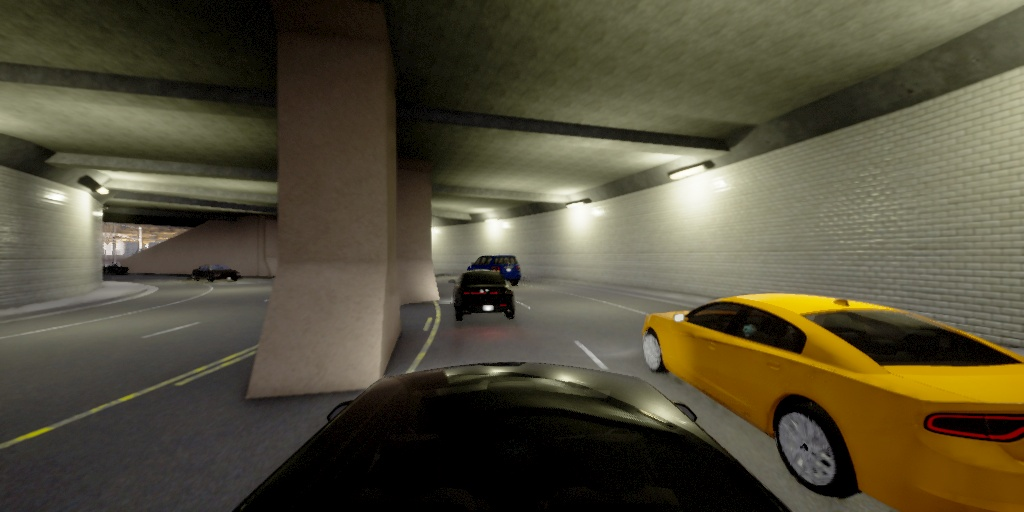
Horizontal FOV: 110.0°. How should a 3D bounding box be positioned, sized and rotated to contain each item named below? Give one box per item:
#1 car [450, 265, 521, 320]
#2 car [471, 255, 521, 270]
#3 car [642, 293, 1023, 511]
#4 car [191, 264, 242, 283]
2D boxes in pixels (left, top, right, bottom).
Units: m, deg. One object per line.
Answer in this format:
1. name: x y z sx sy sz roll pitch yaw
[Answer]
1. car: -1.126 1.244 12.678 1.837 1.490 4.892 0 0 -11
2. car: -1.371 0.944 24.175 2.150 2.045 5.566 0 0 -26
3. car: 3.357 1.206 4.518 1.882 1.535 5.008 0 0 -3
4. car: -24.388 1.378 29.495 5.357 1.411 2.033 0 0 32
